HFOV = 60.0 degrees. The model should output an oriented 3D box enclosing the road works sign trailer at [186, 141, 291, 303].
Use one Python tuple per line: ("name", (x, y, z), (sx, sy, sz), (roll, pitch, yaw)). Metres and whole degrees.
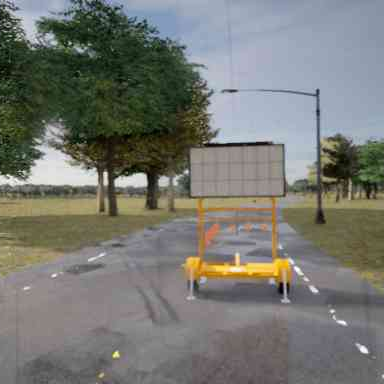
("road works sign trailer", (1.143, 0.548, 8.504), (2.380, 3.560, 2.880), (-1, -1, 8))
